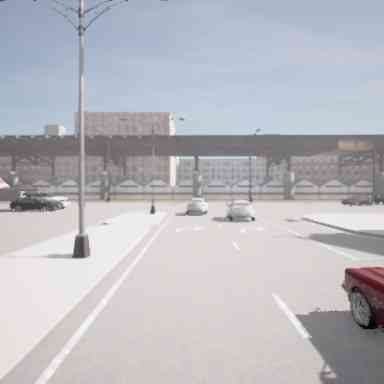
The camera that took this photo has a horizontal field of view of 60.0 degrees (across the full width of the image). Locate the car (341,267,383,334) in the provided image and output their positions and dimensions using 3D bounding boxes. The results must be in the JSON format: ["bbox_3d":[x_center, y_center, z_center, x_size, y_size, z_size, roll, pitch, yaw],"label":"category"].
[{"bbox_3d":[3.599,1.570,3.834,1.895,1.301,4.718,0,0,0],"label":"car"}]

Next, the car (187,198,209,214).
[{"bbox_3d":[0.603,1.285,31.278,1.812,1.442,4.674,0,1,6],"label":"car"}]

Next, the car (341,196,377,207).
[{"bbox_3d":[22.125,1.221,44.594,4.181,1.385,1.994,0,0,-22],"label":"car"}]

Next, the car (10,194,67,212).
[{"bbox_3d":[-15.713,1.246,33.654,4.892,1.490,1.837,0,0,3],"label":"car"}]

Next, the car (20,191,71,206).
[{"bbox_3d":[-16.582,0.934,37.230,5.566,2.045,2.150,0,0,-1],"label":"car"}]

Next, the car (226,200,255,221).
[{"bbox_3d":[3.595,1.333,25.004,1.812,1.442,4.674,0,0,1],"label":"car"}]

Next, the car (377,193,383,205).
[{"bbox_3d":[29.544,0.844,49.001,5.566,2.045,2.150,0,-1,-4],"label":"car"}]
